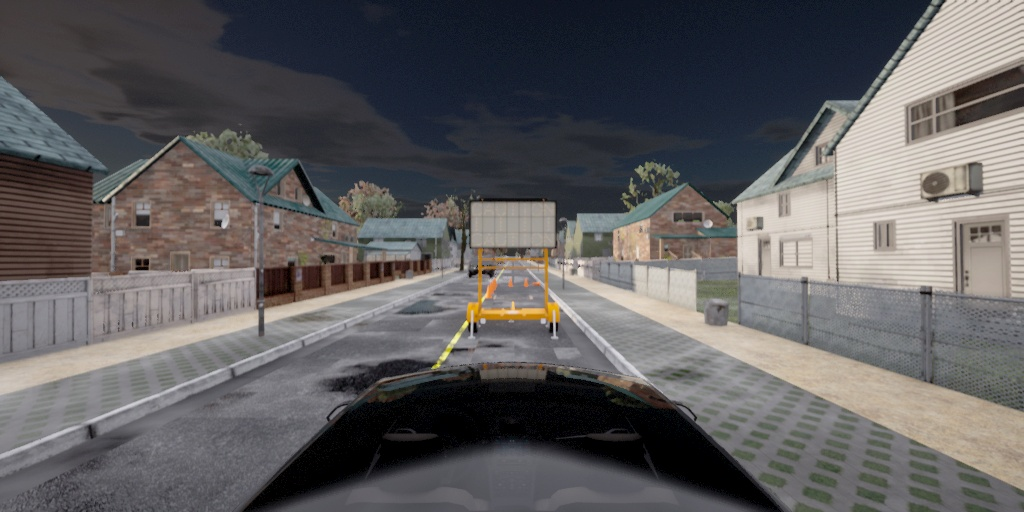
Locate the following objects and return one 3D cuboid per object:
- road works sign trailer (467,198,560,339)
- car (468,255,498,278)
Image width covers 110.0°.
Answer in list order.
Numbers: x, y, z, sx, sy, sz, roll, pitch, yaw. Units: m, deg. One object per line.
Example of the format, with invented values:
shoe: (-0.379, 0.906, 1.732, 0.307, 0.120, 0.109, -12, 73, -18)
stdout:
road works sign trailer: (0.032, 0.205, 10.019, 2.380, 3.560, 2.880, 0, 0, 0)
car: (-2.740, 0.932, 33.267, 2.150, 2.045, 5.566, 0, 0, 0)
